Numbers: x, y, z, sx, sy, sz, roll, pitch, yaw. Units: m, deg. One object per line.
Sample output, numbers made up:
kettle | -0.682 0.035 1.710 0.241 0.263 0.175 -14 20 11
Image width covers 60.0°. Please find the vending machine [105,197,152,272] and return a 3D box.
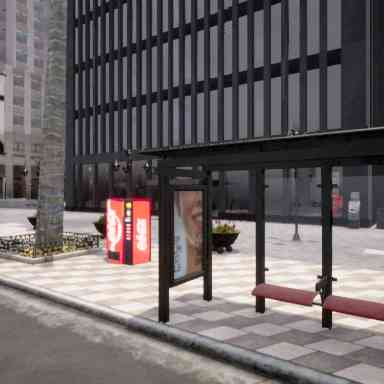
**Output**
vending machine | -1.909 1.195 10.028 0.880 2.100 1.100 0 0 36
